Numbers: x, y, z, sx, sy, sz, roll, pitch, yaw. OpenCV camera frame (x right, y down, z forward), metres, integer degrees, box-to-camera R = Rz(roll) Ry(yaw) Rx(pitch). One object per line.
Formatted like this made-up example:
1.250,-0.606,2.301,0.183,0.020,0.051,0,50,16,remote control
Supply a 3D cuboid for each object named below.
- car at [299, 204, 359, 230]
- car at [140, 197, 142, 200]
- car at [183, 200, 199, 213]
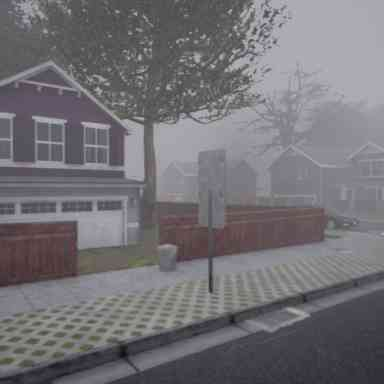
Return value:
8.284,1.572,21.670,1.837,1.490,4.892,0,1,-34,car
-7.982,1.428,48.939,1.882,1.535,5.008,0,0,-35,car
0.790,1.494,32.049,1.882,1.535,5.008,0,0,-36,car
